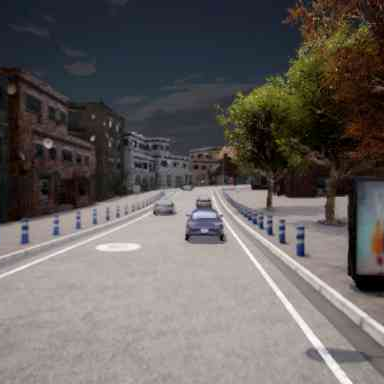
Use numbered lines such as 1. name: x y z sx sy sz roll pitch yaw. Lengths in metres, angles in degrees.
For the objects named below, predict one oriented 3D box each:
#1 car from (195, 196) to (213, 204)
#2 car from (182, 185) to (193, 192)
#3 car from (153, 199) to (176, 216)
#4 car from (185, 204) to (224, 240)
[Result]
1. car: 1.376 1.215 39.093 2.128 1.511 4.902 0 2 2
2. car: -0.923 -0.844 73.409 1.994 1.385 4.181 1 4 6
3. car: -2.567 1.434 31.874 1.812 1.442 4.674 0 1 2
4. car: 0.645 1.568 17.091 1.812 1.442 4.674 0 0 2
